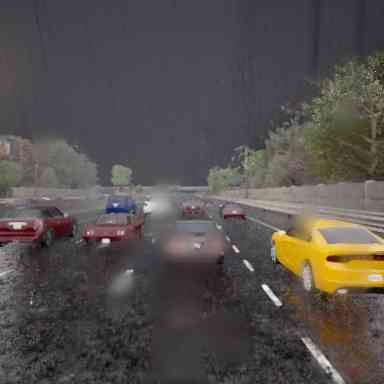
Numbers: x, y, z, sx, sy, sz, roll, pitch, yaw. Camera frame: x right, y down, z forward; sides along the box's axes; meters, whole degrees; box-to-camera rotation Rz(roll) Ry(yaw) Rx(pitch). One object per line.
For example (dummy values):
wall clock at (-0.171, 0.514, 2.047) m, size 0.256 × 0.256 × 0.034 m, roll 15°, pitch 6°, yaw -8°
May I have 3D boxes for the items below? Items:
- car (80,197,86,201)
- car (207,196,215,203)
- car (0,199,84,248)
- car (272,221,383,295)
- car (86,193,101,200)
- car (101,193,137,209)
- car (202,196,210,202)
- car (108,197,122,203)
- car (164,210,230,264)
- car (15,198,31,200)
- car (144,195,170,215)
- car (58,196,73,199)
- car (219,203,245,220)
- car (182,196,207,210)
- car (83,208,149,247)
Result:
car at (-24.493, 1.776, 75.545) m, size 1.994 × 1.385 × 4.181 m, roll 0°, pitch 0°, yaw 0°
car at (3.507, 1.778, 75.493) m, size 1.837 × 1.490 × 4.892 m, roll 0°, pitch 0°, yaw 0°
car at (-6.902, 1.402, 15.282) m, size 2.097 × 1.767 × 4.553 m, roll 0°, pitch 0°, yaw 0°
car at (3.508, 1.498, 8.854) m, size 1.882 × 1.535 × 5.008 m, roll 0°, pitch 0°, yaw 0°
car at (-20.993, 1.253, 73.623) m, size 2.150 × 2.045 × 5.566 m, roll 0°, pitch 0°, yaw 0°
car at (-6.897, 1.332, 32.730) m, size 2.150 × 2.045 × 5.566 m, roll 0°, pitch 0°, yaw 0°
car at (3.508, 1.833, 86.230) m, size 1.837 × 1.490 × 4.892 m, roll 0°, pitch 0°, yaw 0°
car at (-17.493, 1.762, 75.545) m, size 2.033 × 1.411 × 5.357 m, roll 0°, pitch 0°, yaw 0°
car at (0.102, 1.586, 11.910) m, size 2.033 × 1.411 × 5.357 m, roll 0°, pitch 0°, yaw 0°
car at (-17.588, 1.469, 34.344) m, size 2.097 × 1.767 × 4.553 m, roll 0°, pitch 0°, yaw 0°
car at (-3.393, 1.331, 32.685) m, size 2.150 × 2.045 × 5.566 m, roll 0°, pitch 0°, yaw 0°
car at (-27.993, 1.624, 73.622) m, size 1.895 × 1.301 × 4.718 m, roll 0°, pitch 0°, yaw 0°
car at (3.503, 1.653, 29.488) m, size 1.994 × 1.385 × 4.181 m, roll 0°, pitch 0°, yaw 0°
car at (0.104, 1.463, 33.171) m, size 2.097 × 1.767 × 4.553 m, roll 0°, pitch 0°, yaw 0°
car at (-3.398, 1.651, 15.378) m, size 1.895 × 1.301 × 4.718 m, roll 0°, pitch 0°, yaw 0°
